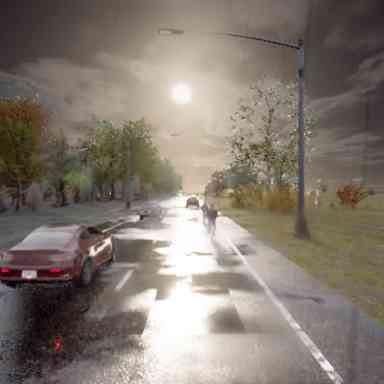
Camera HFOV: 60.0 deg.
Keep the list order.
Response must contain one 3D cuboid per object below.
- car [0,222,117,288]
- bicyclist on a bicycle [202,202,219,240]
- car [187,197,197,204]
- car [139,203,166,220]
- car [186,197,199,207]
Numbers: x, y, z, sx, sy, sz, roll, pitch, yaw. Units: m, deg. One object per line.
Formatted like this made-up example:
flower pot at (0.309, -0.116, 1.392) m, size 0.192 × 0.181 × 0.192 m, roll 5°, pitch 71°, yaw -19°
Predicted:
car at (-3.400, 1.562, 9.252) m, size 1.812 × 1.442 × 4.674 m, roll 0°, pitch 0°, yaw 0°
bicyclist on a bicycle at (0.969, 1.434, 16.017) m, size 0.659 × 1.776 × 1.843 m, roll 0°, pitch 0°, yaw 0°
car at (0.013, 1.835, 73.897) m, size 2.033 × 1.411 × 5.357 m, roll 0°, pitch 0°, yaw 0°
car at (-3.398, 1.662, 29.158) m, size 2.033 × 1.411 × 5.357 m, roll 0°, pitch 0°, yaw 0°
car at (0.103, 1.568, 54.473) m, size 2.097 × 1.767 × 4.553 m, roll 0°, pitch 0°, yaw 0°
